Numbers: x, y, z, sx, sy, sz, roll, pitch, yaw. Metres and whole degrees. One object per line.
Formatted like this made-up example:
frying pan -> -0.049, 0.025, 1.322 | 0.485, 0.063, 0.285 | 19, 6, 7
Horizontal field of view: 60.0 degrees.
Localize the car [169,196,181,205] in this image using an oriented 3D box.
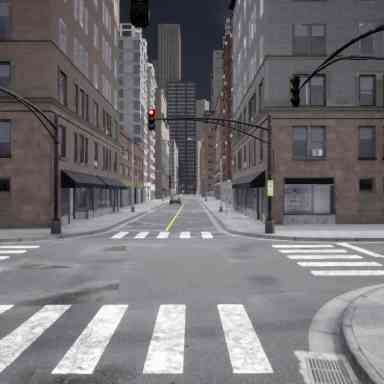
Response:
car -> -2.977, 1.457, 59.647 | 1.882, 1.535, 5.008 | 0, 0, 0
